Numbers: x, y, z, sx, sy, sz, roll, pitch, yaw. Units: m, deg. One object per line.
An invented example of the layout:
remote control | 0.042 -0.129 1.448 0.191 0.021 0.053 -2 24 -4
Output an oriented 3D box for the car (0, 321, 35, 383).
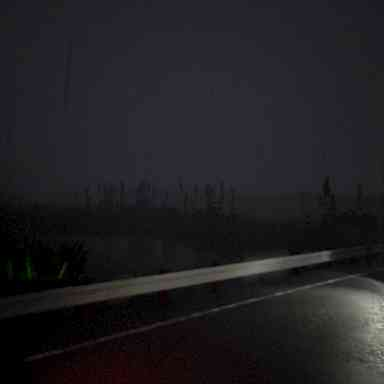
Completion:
car | -3.374 1.613 1.600 4.718 1.301 1.895 -1 0 -35
